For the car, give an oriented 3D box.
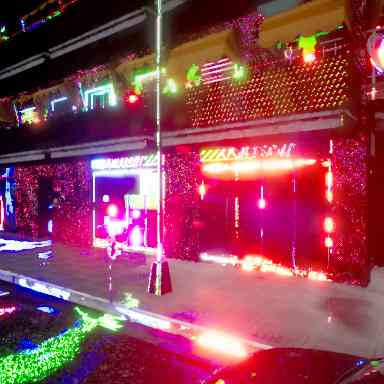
[{"bbox_3d":[1.878,1.551,1.532,4.403,1.369,2.008,0,0,36],"label":"car"}]
